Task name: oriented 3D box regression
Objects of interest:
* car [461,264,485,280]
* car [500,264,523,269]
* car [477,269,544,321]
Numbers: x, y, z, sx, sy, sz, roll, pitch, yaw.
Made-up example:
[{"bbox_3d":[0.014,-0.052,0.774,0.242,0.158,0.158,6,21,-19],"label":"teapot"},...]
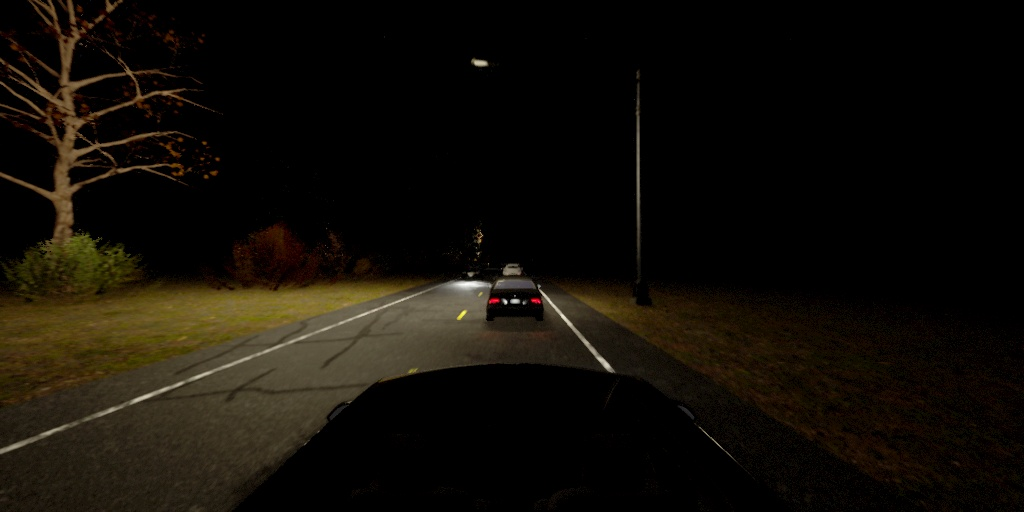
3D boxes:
[{"bbox_3d":[-3.604,1.468,33.933,2.128,1.511,4.902,0,0,0],"label":"car"},{"bbox_3d":[0.091,1.503,34.007,1.812,1.442,4.674,0,0,0],"label":"car"},{"bbox_3d":[0.092,1.375,12.875,2.033,1.411,5.357,0,0,0],"label":"car"}]
